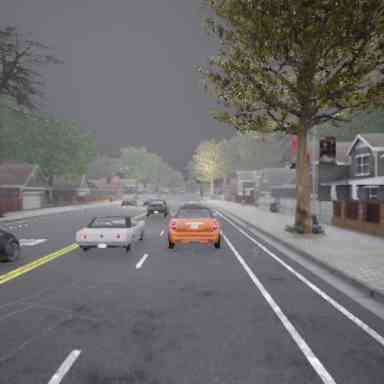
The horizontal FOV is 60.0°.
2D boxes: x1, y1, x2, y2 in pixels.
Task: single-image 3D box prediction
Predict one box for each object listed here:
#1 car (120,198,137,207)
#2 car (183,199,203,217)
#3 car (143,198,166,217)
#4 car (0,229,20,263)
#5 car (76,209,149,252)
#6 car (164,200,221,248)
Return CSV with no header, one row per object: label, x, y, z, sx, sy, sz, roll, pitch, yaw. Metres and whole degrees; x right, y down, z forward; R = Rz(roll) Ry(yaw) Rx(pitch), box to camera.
car,-9.833,1.612,52.350,2.033,1.411,5.357,0,0,0
car,0.098,1.498,33.194,1.882,1.535,5.008,0,0,0
car,-3.161,1.522,31.737,1.837,1.490,4.892,0,0,0
car,-6.603,1.563,9.164,1.994,1.385,4.181,0,0,0
car,-3.154,1.602,13.912,1.895,1.301,4.718,0,0,0
car,0.095,1.353,14.910,2.097,1.767,4.553,0,0,0
